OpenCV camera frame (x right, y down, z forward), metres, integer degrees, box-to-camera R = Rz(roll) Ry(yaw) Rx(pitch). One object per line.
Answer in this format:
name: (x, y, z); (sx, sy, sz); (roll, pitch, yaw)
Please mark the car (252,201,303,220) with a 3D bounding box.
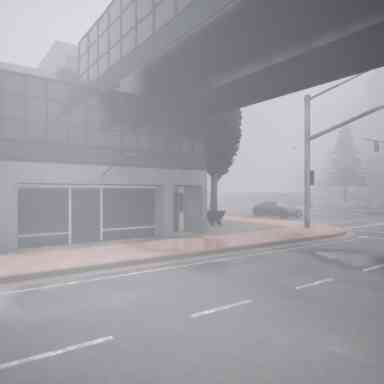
car: (7.225, 1.526, 28.524); (1.812, 1.442, 4.674); (0, 0, -36)
